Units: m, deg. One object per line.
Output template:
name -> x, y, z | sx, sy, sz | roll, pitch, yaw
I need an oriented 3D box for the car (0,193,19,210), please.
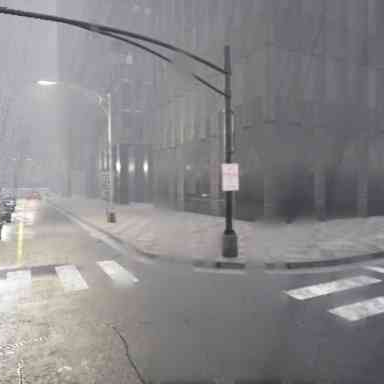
car -> -17.452, 0.963, 30.675 | 2.097, 1.767, 4.553 | -2, 1, -27

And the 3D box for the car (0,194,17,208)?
car -> -21.945, 1.015, 39.657 | 1.812, 1.442, 4.674 | -1, 1, -26

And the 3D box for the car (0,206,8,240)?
car -> -8.445, 1.454, 12.886 | 1.895, 1.301, 4.718 | -2, 1, -27

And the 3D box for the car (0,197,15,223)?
car -> -12.930, 1.296, 21.758 | 1.994, 1.385, 4.181 | -2, 1, -27

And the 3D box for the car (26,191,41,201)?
car -> -26.581, 0.571, 55.783 | 2.097, 1.767, 4.553 | -2, 1, -27
